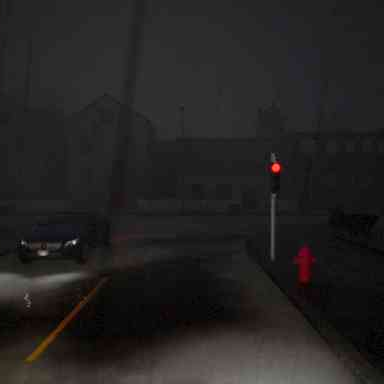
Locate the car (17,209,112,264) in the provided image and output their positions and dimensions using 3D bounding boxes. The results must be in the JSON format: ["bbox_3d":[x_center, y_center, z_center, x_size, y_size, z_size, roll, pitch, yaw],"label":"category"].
[{"bbox_3d":[-4.014,1.351,11.293,1.812,1.442,4.674,0,1,0],"label":"car"}]
